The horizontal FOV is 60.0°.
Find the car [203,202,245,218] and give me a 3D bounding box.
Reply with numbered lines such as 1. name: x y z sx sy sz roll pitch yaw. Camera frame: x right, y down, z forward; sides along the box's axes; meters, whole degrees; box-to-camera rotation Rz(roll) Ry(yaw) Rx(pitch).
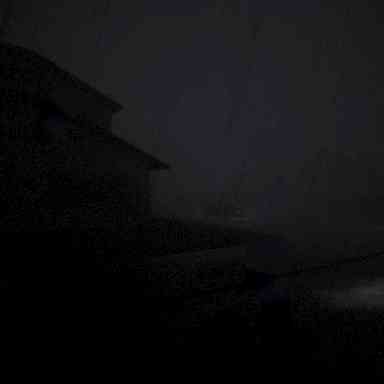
1. car: 2.802 1.564 30.098 1.994 1.385 4.181 0 0 -35

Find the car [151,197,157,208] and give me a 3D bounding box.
1. car: -7.003 1.507 44.043 1.837 1.490 4.892 0 -1 -35

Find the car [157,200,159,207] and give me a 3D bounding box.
1. car: -6.771 1.525 50.817 1.812 1.442 4.674 0 0 -36
